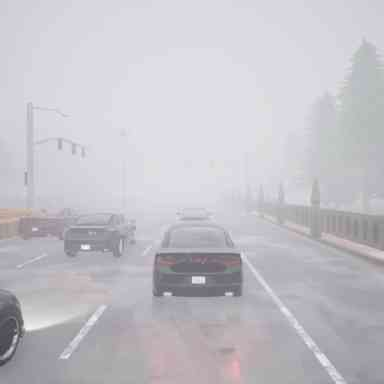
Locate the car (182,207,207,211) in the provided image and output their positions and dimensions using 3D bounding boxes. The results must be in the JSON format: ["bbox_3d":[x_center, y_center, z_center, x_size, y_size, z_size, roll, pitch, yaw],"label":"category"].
[{"bbox_3d":[0.130,1.526,17.963,1.812,1.442,4.674,0,0,0],"label":"car"}]

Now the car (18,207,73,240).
[{"bbox_3d":[-6.905,1.478,17.012,1.882,1.535,5.008,0,0,-1],"label":"car"}]

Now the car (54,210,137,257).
[{"bbox_3d":[-3.379,1.505,12.978,1.837,1.490,4.892,0,0,0],"label":"car"}]

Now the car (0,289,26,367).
[{"bbox_3d":[-3.393,1.564,3.103,1.994,1.385,4.181,0,0,0],"label":"car"}]

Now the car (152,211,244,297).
[{"bbox_3d":[0.117,1.478,8.629,1.882,1.535,5.008,0,0,0],"label":"car"}]
